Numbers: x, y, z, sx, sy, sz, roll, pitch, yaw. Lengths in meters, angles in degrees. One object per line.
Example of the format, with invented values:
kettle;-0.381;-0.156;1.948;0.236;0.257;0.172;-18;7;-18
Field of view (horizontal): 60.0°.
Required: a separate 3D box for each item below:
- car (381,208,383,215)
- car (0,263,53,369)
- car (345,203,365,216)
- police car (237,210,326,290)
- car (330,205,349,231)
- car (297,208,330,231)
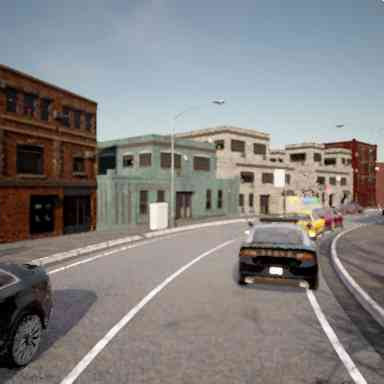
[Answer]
car;24.679;2.170;40.427;4.181;1.385;1.994;1;0;-43
car;-3.200;1.507;3.068;2.128;1.511;4.902;0;0;7
car;19.227;2.077;40.205;4.181;1.385;1.994;1;0;-44
police car;2.520;1.533;9.689;1.930;1.638;5.238;0;-1;16
car;9.120;1.817;22.908;1.812;1.442;4.674;1;0;37
car;6.146;1.675;18.369;1.801;1.575;5.366;1;0;29
